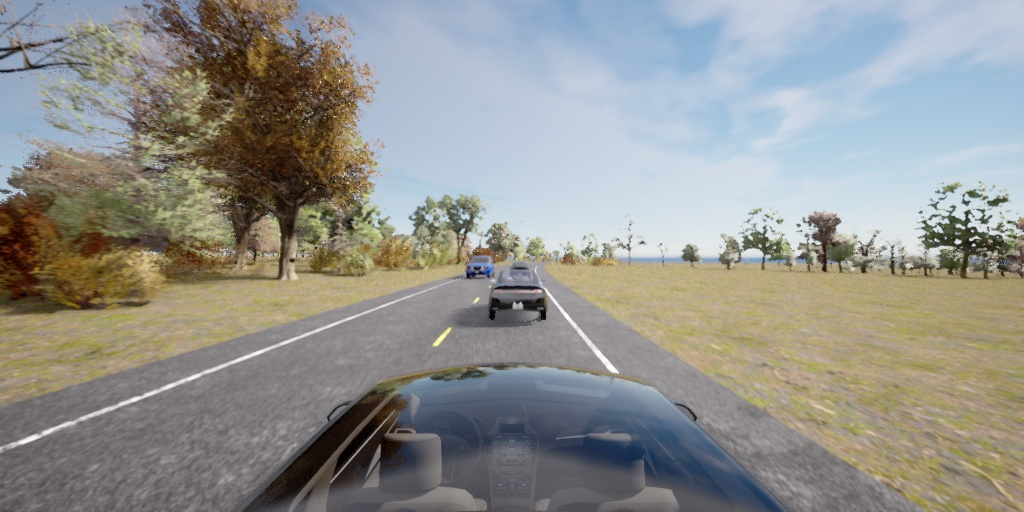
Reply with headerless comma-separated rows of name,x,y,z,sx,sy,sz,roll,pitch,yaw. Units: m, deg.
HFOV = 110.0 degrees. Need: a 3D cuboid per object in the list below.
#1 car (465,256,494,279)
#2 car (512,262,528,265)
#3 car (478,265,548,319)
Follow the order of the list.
car,-2.839,1.009,32.979,2.150,2.045,5.566,0,0,2
car,0.756,1.292,32.808,1.837,1.490,4.892,0,0,2
car,0.204,1.247,12.758,2.128,1.511,4.902,0,0,1
